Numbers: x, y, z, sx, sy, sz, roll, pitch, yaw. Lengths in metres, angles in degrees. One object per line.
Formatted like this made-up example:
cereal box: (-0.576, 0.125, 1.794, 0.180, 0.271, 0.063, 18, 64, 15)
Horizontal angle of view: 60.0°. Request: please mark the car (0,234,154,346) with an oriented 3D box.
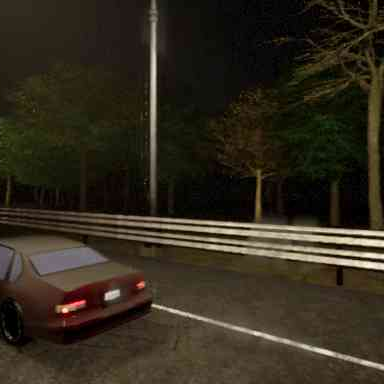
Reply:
car: (-3.178, 1.553, 6.357, 5.357, 1.411, 2.033, 0, 0, 37)
